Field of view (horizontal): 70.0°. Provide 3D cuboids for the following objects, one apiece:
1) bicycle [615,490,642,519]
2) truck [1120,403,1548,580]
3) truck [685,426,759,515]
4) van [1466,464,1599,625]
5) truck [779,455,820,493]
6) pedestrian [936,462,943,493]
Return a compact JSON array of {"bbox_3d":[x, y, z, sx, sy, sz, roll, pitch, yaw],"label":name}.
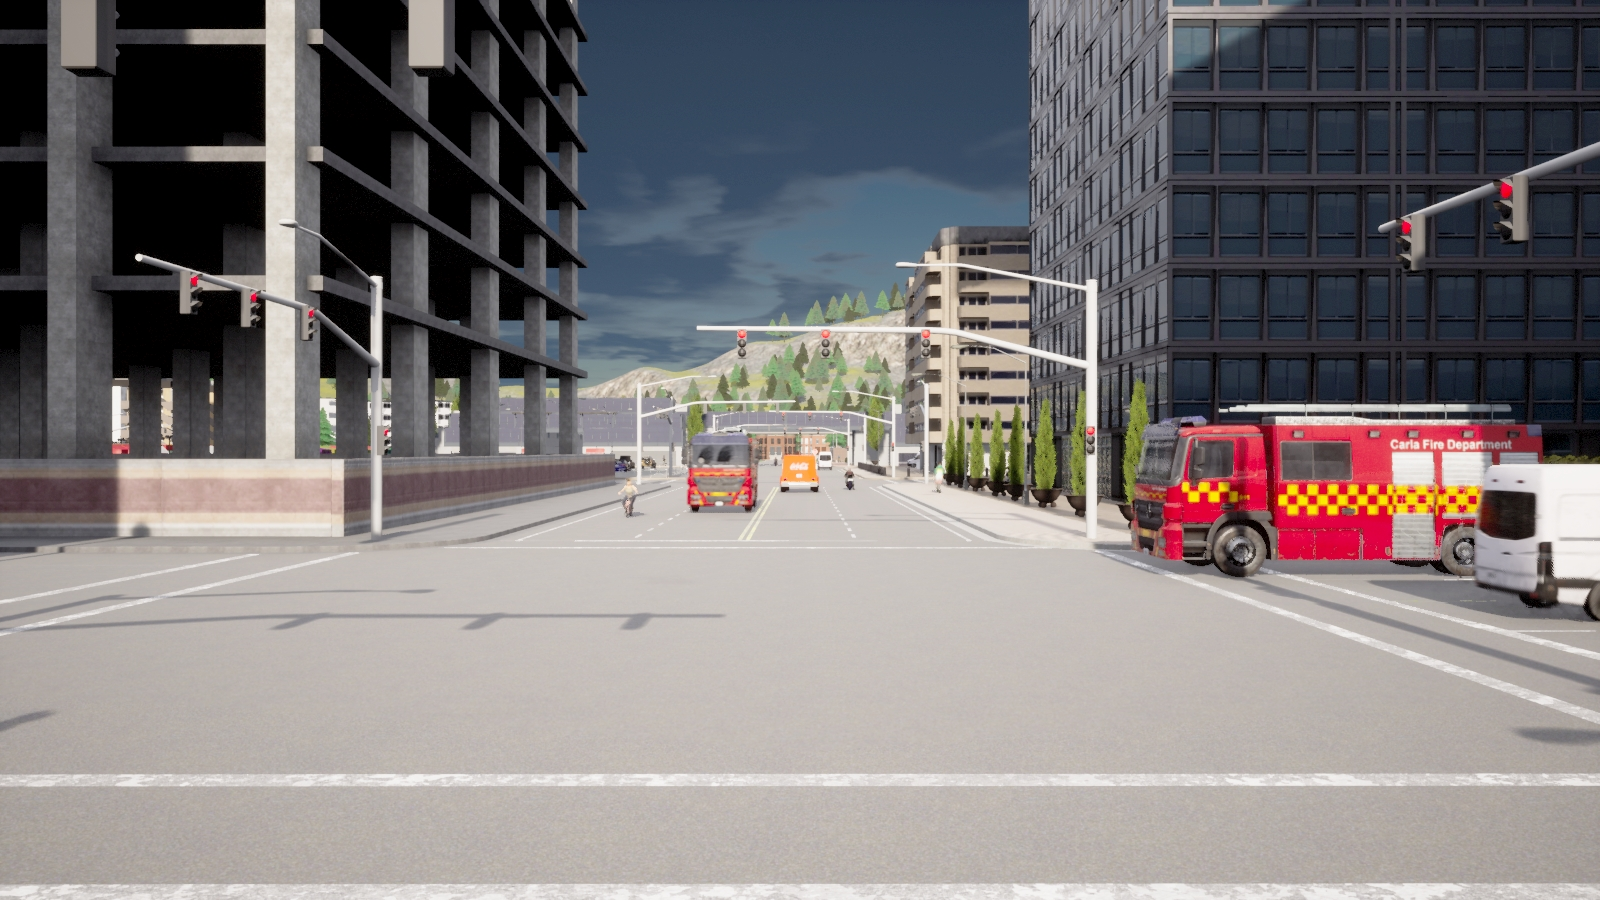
[{"bbox_3d":[-7.025,2.230,46.875,0.859,1.126,1.487,0,0,0],"label":"bicycle"},{"bbox_3d":[11.970,0.889,26.163,8.468,3.827,2.891,0,0,-1],"label":"truck"},{"bbox_3d":[-3.513,0.888,53.340,2.891,3.827,8.468,0,0,0],"label":"truck"},{"bbox_3d":[14.860,1.533,19.427,5.915,2.561,1.988,0,0,-1],"label":"van"},{"bbox_3d":[-0.023,1.564,76.782,2.627,2.467,5.204,0,0,0],"label":"truck"},{"bbox_3d":[8.569,1.692,70.382,0.375,1.860,0.375,0,0,-1],"label":"pedestrian"}]
